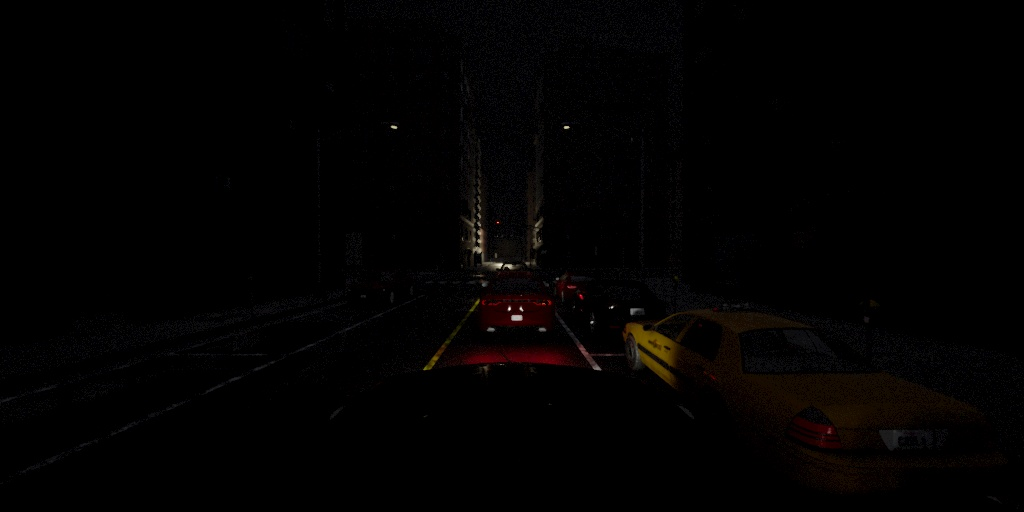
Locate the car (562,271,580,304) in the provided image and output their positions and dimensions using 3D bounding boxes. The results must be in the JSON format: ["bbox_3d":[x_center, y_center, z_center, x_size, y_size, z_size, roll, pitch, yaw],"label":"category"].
[{"bbox_3d":[2.895,1.327,15.872,1.802,1.307,4.207,0,0,0],"label":"car"}]

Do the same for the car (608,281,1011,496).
[{"bbox_3d":[2.876,1.274,4.870,1.751,1.417,4.829,0,0,0],"label":"car"}]

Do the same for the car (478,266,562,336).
[{"bbox_3d":[0.109,1.225,10.466,1.882,1.535,5.008,0,0,0],"label":"car"}]

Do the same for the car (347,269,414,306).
[{"bbox_3d":[-5.651,1.291,15.883,1.888,1.381,4.507,0,0,0],"label":"car"}]

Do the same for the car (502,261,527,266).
[{"bbox_3d":[0.125,1.096,20.795,2.097,1.767,4.553,0,0,0],"label":"car"}]

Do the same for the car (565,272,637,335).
[{"bbox_3d":[2.885,1.313,10.286,1.948,1.339,4.313,0,0,0],"label":"car"}]
